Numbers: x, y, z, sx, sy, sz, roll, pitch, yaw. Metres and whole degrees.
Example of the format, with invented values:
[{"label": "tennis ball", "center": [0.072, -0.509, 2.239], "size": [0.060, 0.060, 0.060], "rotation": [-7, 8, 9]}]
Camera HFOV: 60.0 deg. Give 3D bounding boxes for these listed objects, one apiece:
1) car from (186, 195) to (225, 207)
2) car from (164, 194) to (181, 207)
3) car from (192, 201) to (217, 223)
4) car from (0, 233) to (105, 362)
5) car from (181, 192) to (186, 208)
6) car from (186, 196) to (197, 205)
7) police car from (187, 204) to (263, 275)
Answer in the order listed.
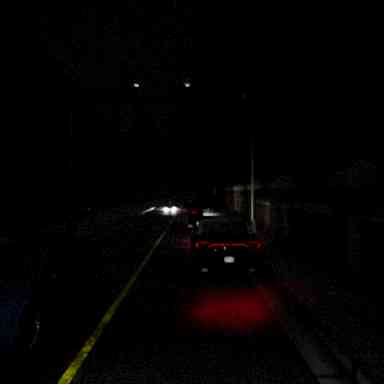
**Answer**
[{"label": "car", "center": [0.880, 1.194, 20.474], "size": [2.150, 2.045, 5.566], "rotation": [0, 0, 0]}, {"label": "car", "center": [-3.135, 1.436, 49.480], "size": [2.128, 1.511, 4.902], "rotation": [0, 0, 0]}, {"label": "car", "center": [0.874, 1.488, 26.445], "size": [1.812, 1.442, 4.674], "rotation": [0, 0, 0]}, {"label": "car", "center": [-3.106, 1.537, 6.238], "size": [2.033, 1.411, 5.357], "rotation": [0, 0, 0]}, {"label": "car", "center": [-0.035, 1.299, 46.675], "size": [2.097, 1.767, 4.553], "rotation": [0, 0, 0]}, {"label": "car", "center": [-0.060, 1.506, 60.450], "size": [1.994, 1.385, 4.181], "rotation": [0, 0, 0]}, {"label": "police car", "center": [0.890, 1.408, 10.555], "size": [1.930, 1.638, 5.238], "rotation": [0, 0, 0]}]
